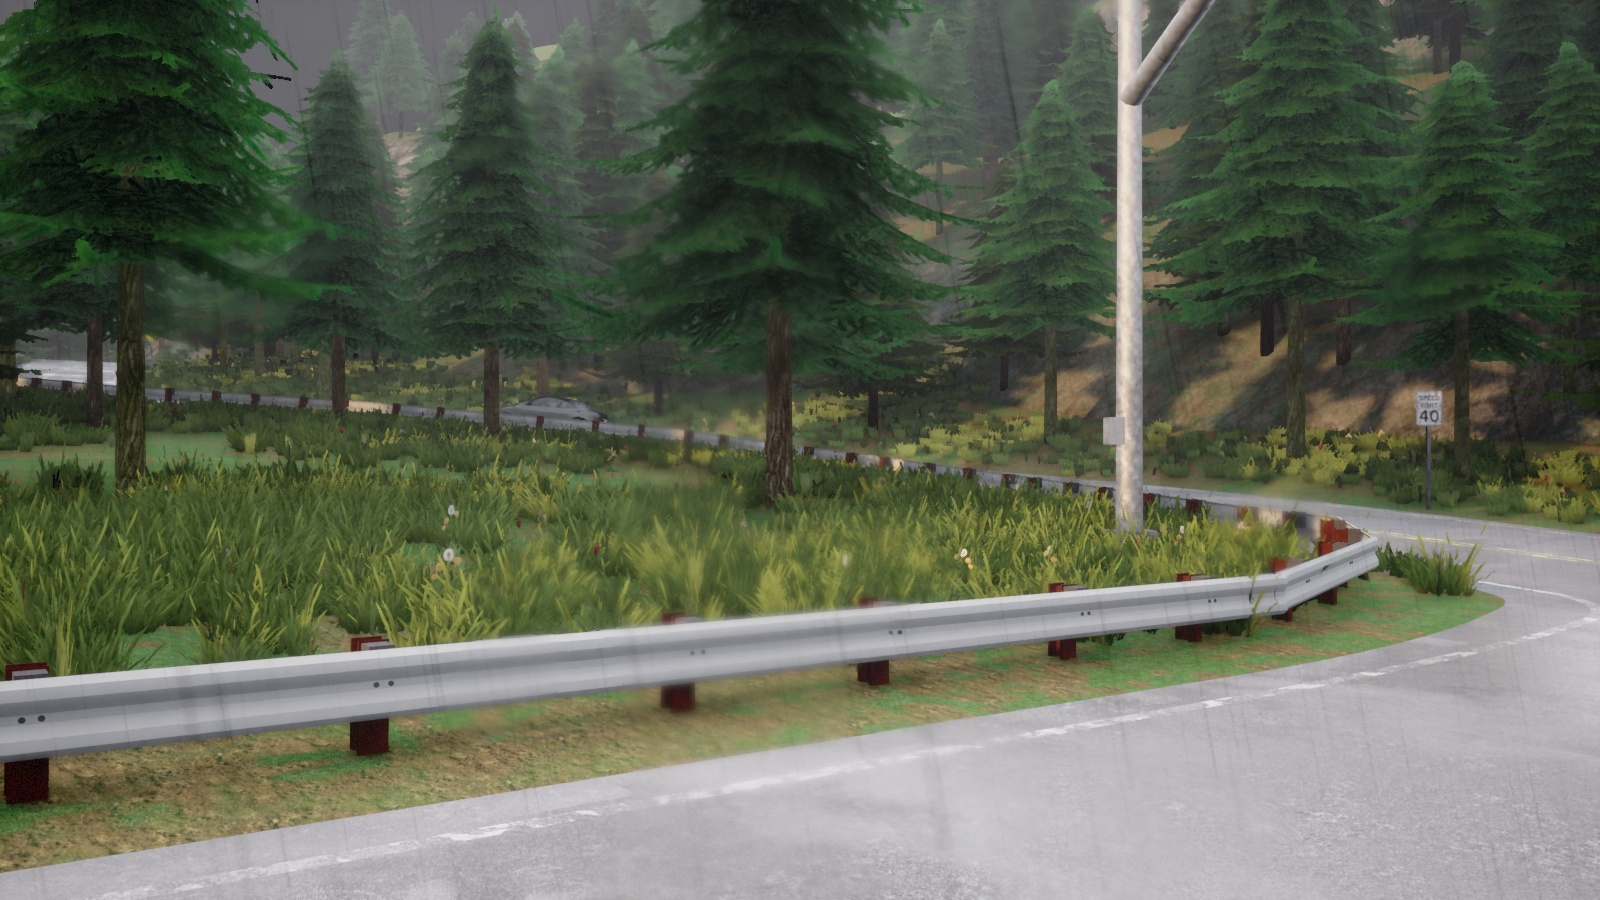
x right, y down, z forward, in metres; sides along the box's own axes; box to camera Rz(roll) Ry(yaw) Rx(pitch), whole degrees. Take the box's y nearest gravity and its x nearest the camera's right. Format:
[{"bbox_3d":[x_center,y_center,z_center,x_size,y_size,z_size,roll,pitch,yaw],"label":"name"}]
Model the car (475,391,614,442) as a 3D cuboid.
[{"bbox_3d":[-8.807,-1.147,43.498,4.181,1.385,1.994,4,0,10],"label":"car"}]
